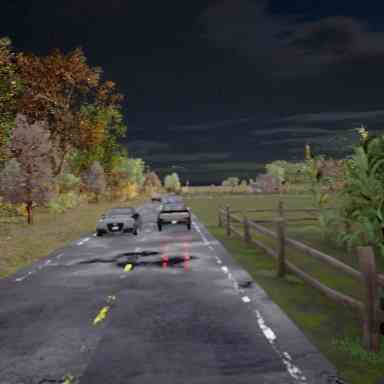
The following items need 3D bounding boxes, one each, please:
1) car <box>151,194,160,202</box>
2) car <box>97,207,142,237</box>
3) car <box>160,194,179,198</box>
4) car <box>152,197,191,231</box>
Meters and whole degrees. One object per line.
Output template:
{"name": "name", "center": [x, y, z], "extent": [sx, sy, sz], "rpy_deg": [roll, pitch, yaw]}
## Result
{"name": "car", "center": [-6.575, 1.105, 62.277], "extent": [1.882, 1.535, 5.008], "rpy_deg": [-2, 0, -4]}
{"name": "car", "center": [-3.782, 1.518, 17.847], "extent": [1.994, 1.385, 4.181], "rpy_deg": [-2, 1, -4]}
{"name": "car", "center": [-2.131, 1.069, 36.724], "extent": [2.097, 1.767, 4.553], "rpy_deg": [-2, 0, -3]}
{"name": "car", "center": [-1.065, 1.337, 19.697], "extent": [2.128, 1.511, 4.902], "rpy_deg": [-2, 1, -3]}
